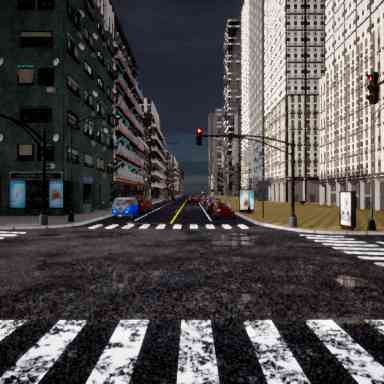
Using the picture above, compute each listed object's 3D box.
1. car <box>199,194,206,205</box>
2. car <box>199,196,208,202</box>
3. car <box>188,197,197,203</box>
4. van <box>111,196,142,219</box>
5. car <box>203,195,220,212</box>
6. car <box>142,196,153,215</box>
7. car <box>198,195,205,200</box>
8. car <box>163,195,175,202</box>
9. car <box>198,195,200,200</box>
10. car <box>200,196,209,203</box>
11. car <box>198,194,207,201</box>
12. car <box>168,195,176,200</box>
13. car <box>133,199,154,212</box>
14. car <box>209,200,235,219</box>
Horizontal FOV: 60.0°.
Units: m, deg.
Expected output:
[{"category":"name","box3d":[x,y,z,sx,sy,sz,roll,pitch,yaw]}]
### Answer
[{"category":"car","box3d":[2.671,1.468,56.086,1.967,1.590,4.097,0,0,0]},{"category":"car","box3d":[2.660,1.633,78.197,1.802,1.307,4.206,0,0,0]},{"category":"car","box3d":[0.066,1.643,69.749,1.895,1.301,4.718,0,0,0]},{"category":"van","box3d":[-5.696,1.351,28.445,1.690,1.788,3.998,0,0,0]},{"category":"car","box3d":[2.679,1.455,39.504,1.967,1.590,4.097,0,0,0]},{"category":"car","box3d":[-5.698,1.327,33.973,2.192,1.841,5.009,0,0,0]},{"category":"car","box3d":[2.651,1.655,94.780,1.802,1.307,4.206,0,0,0]},{"category":"car","box3d":[-5.720,1.492,78.193,1.967,1.590,4.097,0,0,0]},{"category":"car","box3d":[2.665,1.590,67.142,2.008,1.369,4.403,0,0,0]},{"category":"car","box3d":[2.662,1.590,72.669,1.887,1.381,4.507,0,0,0]},{"category":"car","box3d":[2.659,1.373,83.725,2.192,1.841,5.009,0,0,0]},{"category":"car","box3d":[-5.729,1.639,94.777,1.947,1.339,4.313,0,0,0]},{"category":"car","box3d":[-5.702,1.560,39.501,1.887,1.381,4.507,0,0,0]},{"category":"car","box3d":[2.684,1.591,28.448,1.802,1.307,4.206,0,0,0]}]
